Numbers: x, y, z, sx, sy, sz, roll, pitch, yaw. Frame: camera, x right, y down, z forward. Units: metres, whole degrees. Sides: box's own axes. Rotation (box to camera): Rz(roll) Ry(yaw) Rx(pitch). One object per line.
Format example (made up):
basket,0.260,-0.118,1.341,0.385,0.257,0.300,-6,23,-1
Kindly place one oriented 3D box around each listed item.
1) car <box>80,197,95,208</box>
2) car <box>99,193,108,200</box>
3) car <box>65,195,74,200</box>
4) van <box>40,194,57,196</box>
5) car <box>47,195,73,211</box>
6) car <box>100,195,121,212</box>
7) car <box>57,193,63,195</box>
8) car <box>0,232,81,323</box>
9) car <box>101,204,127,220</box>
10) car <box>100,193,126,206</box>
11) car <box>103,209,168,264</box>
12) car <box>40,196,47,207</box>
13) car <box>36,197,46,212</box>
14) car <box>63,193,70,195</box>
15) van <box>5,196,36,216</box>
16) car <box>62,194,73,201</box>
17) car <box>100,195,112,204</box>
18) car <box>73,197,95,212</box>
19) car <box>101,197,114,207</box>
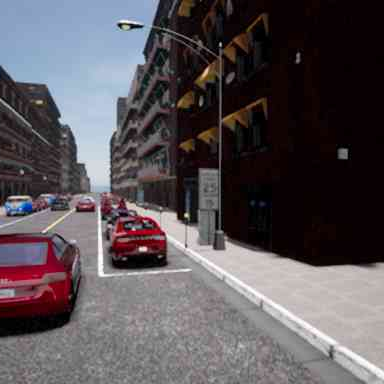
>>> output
car,-14.717,1.452,47.061,1.812,1.442,4.674,0,0,-15
car,-23.399,1.196,87.819,2.192,1.841,5.009,-1,0,-16
car,-31.471,1.440,85.583,1.947,1.339,4.313,-1,0,-16
van,-20.728,1.260,47.419,1.690,1.788,3.998,-1,0,-16
car,-15.909,1.437,40.198,1.837,1.490,4.892,0,0,-16
car,-9.604,1.256,38.747,2.192,1.841,5.009,-1,0,-16
car,-22.288,1.227,52.863,2.192,1.841,5.009,-1,0,-16
car,-3.494,1.551,7.122,1.994,1.385,4.181,0,0,-16
car,-3.470,1.540,16.938,1.947,1.339,4.313,-1,0,-16
car,-6.538,1.272,27.841,2.192,1.841,5.009,-1,0,-16
car,-2.030,1.527,11.815,1.887,1.381,4.507,-1,0,-16
car,-19.180,1.508,41.970,1.802,1.307,4.206,-1,0,-16
car,-17.645,1.516,36.518,1.802,1.307,4.206,-1,0,-16
car,-26.873,1.443,69.226,2.008,1.369,4.403,-1,0,-16
van,-16.114,1.283,31.065,1.690,1.788,3.998,-1,0,-16
car,-29.940,1.320,80.130,1.967,1.590,4.097,-1,0,-16
car,-15.733,1.353,60.558,1.967,1.590,4.097,-1,0,-16
car,-11.944,1.504,37.392,1.994,1.385,4.181,0,0,-15
car,-12.666,1.508,49.653,1.802,1.307,4.206,-1,0,-16
